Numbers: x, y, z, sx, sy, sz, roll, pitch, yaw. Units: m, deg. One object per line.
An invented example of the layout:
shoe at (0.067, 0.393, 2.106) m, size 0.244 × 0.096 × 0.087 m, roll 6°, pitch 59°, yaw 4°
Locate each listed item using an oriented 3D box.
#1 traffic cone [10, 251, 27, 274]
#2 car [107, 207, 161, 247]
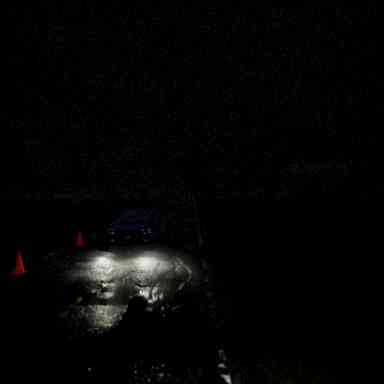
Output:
traffic cone at (-4.825, 1.958, 9.283) m, size 0.340 × 0.580 × 0.340 m, roll 0°, pitch 0°, yaw 0°
car at (-2.489, 1.481, 15.230) m, size 1.882 × 1.535 × 5.008 m, roll 0°, pitch 0°, yaw -1°
